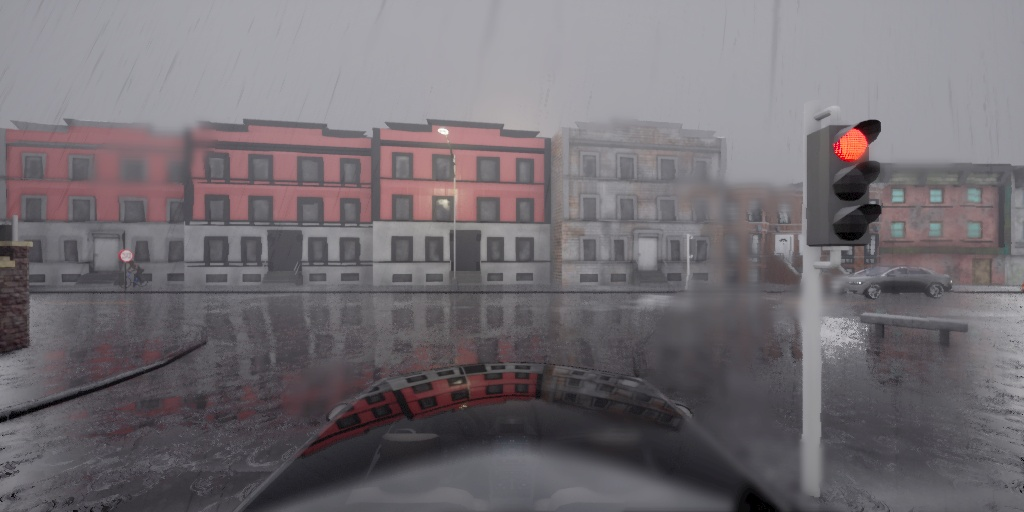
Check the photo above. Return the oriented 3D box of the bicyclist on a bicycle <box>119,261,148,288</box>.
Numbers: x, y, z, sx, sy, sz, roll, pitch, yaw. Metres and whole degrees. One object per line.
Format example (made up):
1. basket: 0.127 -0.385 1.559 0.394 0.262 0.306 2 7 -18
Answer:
1. bicyclist on a bicycle: -22.690 1.098 21.514 0.582 1.620 1.656 0 0 0

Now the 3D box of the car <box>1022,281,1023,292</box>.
1. car: 28.020 1.102 17.327 4.553 1.767 2.097 0 0 0

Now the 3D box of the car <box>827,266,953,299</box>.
1. car: 18.126 1.242 17.335 4.902 1.511 2.128 0 0 0
